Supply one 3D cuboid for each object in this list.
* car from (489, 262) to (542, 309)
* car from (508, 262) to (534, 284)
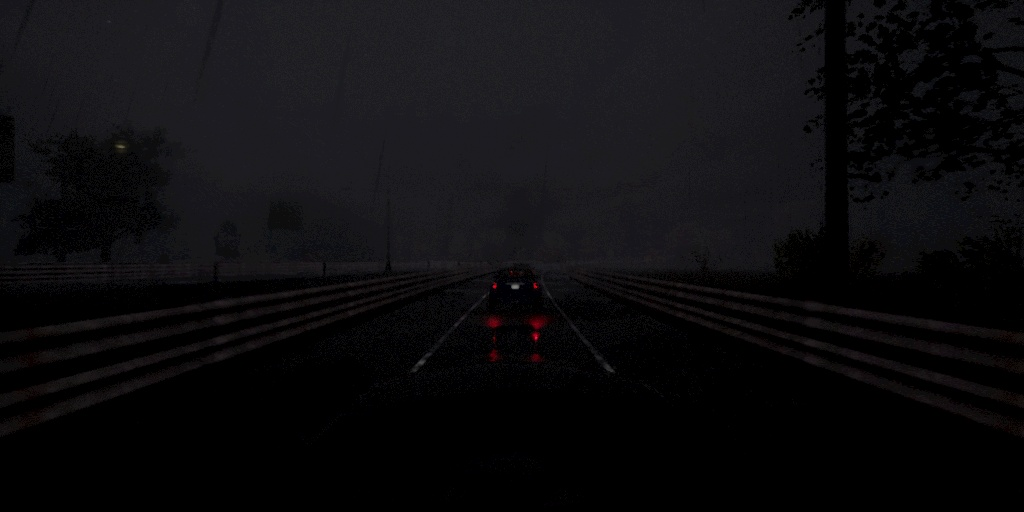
[{"bbox_3d":[0.184,1.234,15.869,2.097,1.767,4.553,0,-1,2],"label":"car"},{"bbox_3d":[0.868,1.376,30.802,2.097,1.767,4.553,0,-1,4],"label":"car"}]
